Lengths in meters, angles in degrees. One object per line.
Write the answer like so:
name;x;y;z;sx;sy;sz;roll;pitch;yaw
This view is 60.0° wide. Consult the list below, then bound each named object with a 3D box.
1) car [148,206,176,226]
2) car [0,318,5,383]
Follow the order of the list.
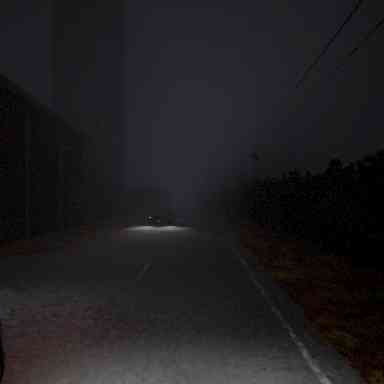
car;-2.358;1.920;27.215;1.812;1.442;4.674;0;-1;3
car;-3.174;1.377;1.858;2.097;1.767;4.553;0;-1;0
